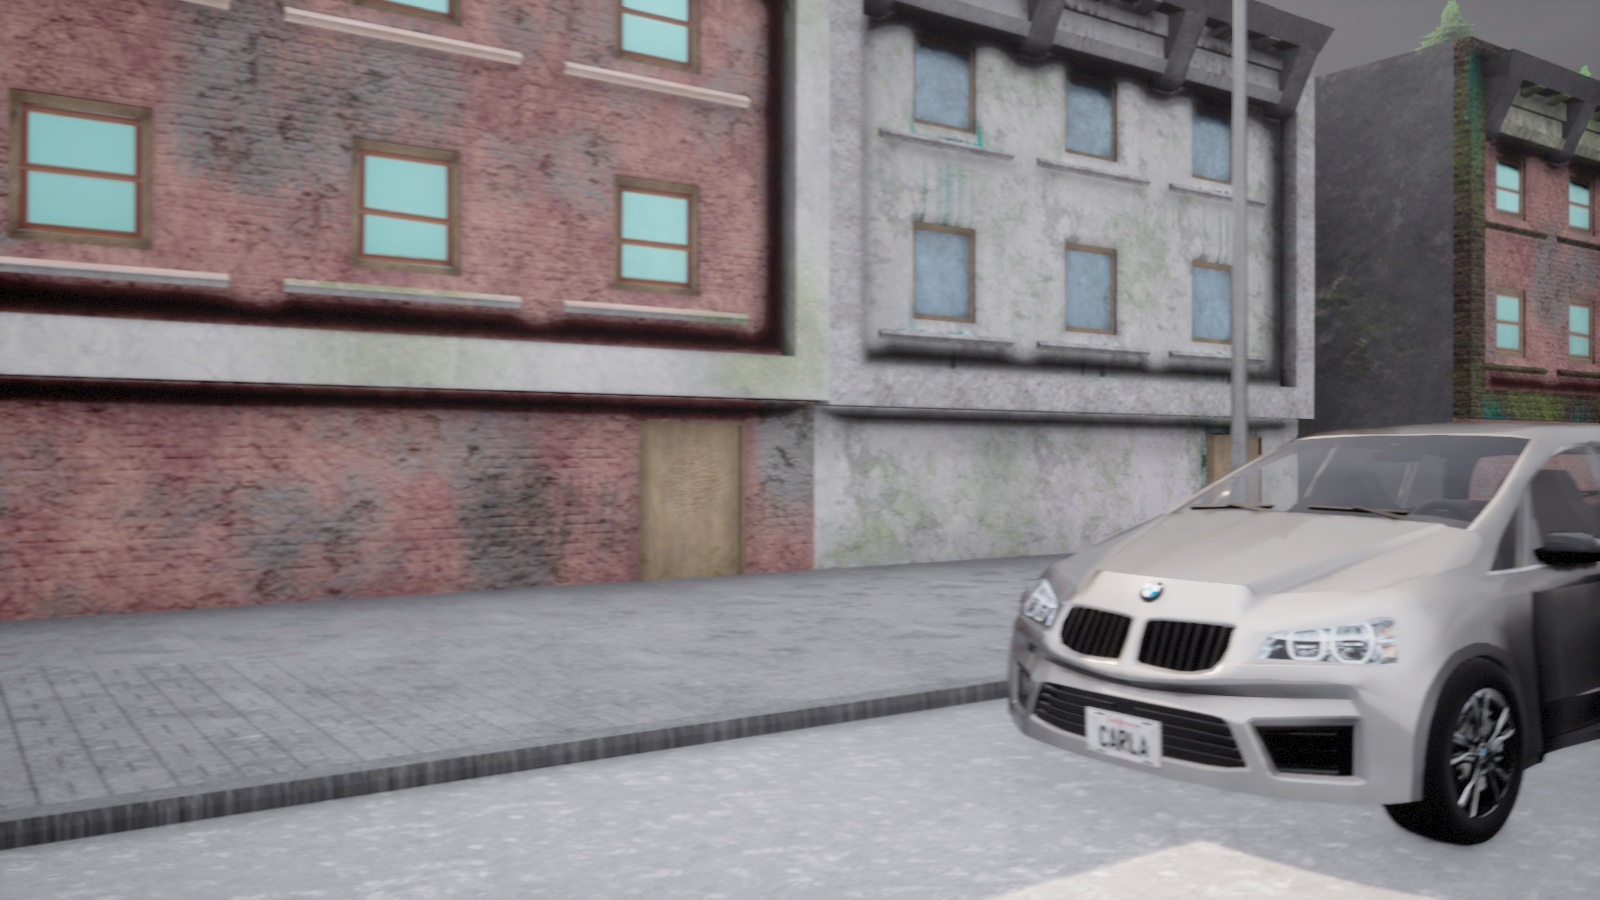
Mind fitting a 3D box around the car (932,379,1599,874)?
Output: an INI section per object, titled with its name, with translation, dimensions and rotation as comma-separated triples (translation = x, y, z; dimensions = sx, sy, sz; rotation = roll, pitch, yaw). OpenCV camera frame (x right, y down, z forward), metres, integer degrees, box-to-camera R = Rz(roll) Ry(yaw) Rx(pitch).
[car]
translation = 3.171, 0.598, 6.478
dimensions = 4.611, 1.667, 2.242
rotation = 0, 0, -35
